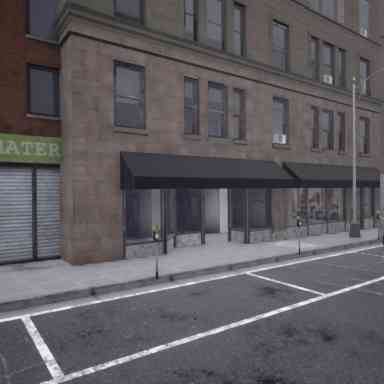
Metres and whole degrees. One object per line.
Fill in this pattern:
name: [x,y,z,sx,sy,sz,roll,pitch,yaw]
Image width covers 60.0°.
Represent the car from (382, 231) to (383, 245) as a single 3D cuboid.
car: [9.271,1.540,13.189,4.507,1.381,1.887,0,-1,-36]
